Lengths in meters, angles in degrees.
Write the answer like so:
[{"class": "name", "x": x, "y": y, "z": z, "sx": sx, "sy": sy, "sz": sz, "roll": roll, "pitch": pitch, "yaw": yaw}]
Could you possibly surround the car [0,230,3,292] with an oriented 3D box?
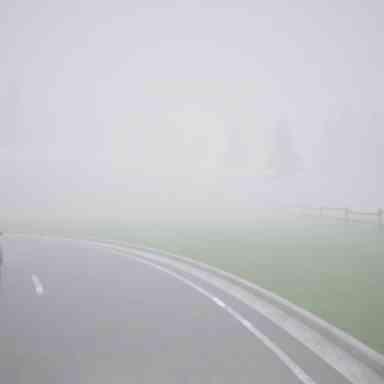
[{"class": "car", "x": -6.219, "y": 1.484, "z": 8.750, "sx": 2.097, "sy": 1.767, "sz": 4.553, "roll": 0, "pitch": -1, "yaw": -30}]
